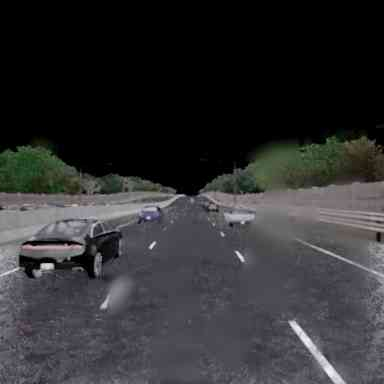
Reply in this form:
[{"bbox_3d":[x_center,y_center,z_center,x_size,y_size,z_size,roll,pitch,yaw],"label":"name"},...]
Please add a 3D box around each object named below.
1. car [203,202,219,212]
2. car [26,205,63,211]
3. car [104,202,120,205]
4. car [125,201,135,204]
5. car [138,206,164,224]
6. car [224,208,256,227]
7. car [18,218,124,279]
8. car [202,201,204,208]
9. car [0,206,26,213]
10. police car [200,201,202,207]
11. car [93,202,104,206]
[{"bbox_3d":[3.501,2.606,57.243,2.033,1.649,4.856,0,-2,0],"label":"car"},{"bbox_3d":[-14.094,2.051,33.350,2.033,1.411,5.357,0,-2,0],"label":"car"},{"bbox_3d":[-17.499,3.044,74.949,2.033,1.411,5.357,0,-1,0],"label":"car"},{"bbox_3d":[-13.999,2.860,74.983,2.097,1.767,4.553,0,-1,0],"label":"car"},{"bbox_3d":[-3.400,1.901,28.331,1.812,1.442,4.674,0,-1,0],"label":"car"},{"bbox_3d":[3.600,1.919,25.759,1.895,1.301,4.718,0,-1,0],"label":"car"},{"bbox_3d":[-3.400,1.559,10.242,2.128,1.511,4.902,0,-1,0],"label":"car"},{"bbox_3d":[3.501,2.990,68.238,1.812,1.442,4.674,0,-1,0],"label":"car"},{"bbox_3d":[-17.589,2.064,33.224,1.994,1.385,4.181,0,-2,0],"label":"car"},{"bbox_3d":[3.501,3.156,79.349,1.930,1.638,5.238,0,-1,0],"label":"police car"},{"bbox_3d":[-20.999,3.019,75.782,2.033,1.411,5.357,0,-1,0],"label":"car"}]
